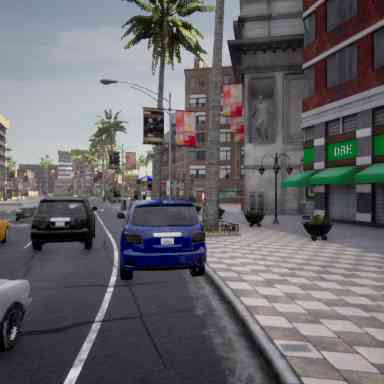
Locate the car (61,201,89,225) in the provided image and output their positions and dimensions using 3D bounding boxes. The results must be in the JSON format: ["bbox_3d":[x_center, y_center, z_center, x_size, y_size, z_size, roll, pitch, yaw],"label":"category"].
[{"bbox_3d":[-8.838,1.518,25.367,1.812,1.442,4.674,0,0,-18],"label":"car"}]

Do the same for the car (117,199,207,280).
[{"bbox_3d":[-1.082,1.219,10.223,2.150,2.045,5.566,0,0,-11],"label":"car"}]

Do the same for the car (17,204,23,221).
[{"bbox_3d":[-12.847,1.515,26.722,1.812,1.442,4.674,0,0,-18],"label":"car"}]

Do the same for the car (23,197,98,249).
[{"bbox_3d":[-5.351,1.217,14.341,2.150,2.045,5.566,0,0,-15],"label":"car"}]

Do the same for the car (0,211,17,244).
[{"bbox_3d":[-8.491,1.470,12.692,1.882,1.535,5.008,0,0,-15],"label":"car"}]

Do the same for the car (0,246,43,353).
[{"bbox_3d":[-3.347,1.599,3.139,1.895,1.301,4.718,0,0,-3],"label":"car"}]
